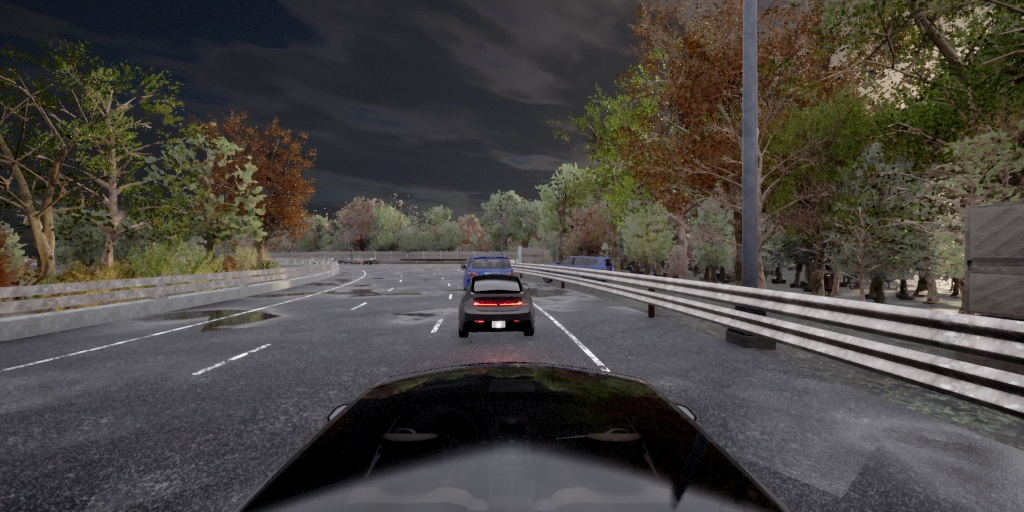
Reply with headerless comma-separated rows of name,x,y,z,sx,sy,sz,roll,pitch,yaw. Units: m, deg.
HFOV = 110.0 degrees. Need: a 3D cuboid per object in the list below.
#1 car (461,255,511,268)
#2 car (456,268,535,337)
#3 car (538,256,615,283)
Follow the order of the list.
car,-1.226,0.972,17.325,2.150,2.045,5.566,0,0,-9
car,-0.519,1.255,10.288,1.837,1.490,4.892,0,0,-5
car,4.635,1.005,25.891,5.566,2.045,2.150,3,1,32
